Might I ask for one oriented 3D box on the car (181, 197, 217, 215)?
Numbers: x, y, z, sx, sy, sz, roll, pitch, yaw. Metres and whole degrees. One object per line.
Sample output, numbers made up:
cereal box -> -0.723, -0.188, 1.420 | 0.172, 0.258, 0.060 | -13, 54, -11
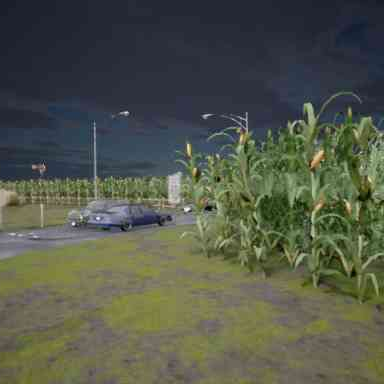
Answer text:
car -> 0.893, 1.253, 30.336 | 2.128, 1.511, 4.902 | -1, 0, 35

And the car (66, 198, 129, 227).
car -> -5.564, 1.223, 20.978 | 2.097, 1.767, 4.553 | -1, 0, 35

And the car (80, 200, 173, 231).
car -> -3.380, 1.378, 19.117 | 2.033, 1.411, 5.357 | -1, 0, 35
